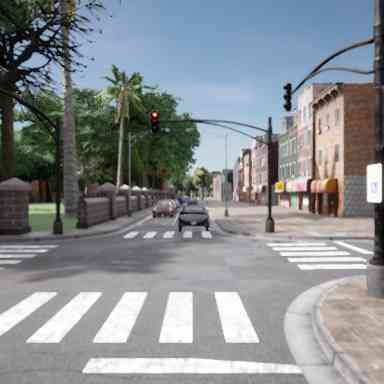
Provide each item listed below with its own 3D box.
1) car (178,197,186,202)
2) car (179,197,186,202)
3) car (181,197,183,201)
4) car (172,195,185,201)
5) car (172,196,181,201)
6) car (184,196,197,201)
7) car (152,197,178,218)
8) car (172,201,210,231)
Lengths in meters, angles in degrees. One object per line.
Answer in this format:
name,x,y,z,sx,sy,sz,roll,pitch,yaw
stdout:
car,-2.581,2.015,88.211,2.008,1.369,4.403,-1,0,0
car,-2.577,2.079,93.899,1.947,1.339,4.313,-1,0,0
car,-2.607,1.764,48.392,1.802,1.307,4.206,0,0,0
car,-2.935,1.515,64.963,2.150,2.045,5.566,0,0,0
car,-2.614,1.562,37.014,1.967,1.590,4.097,0,0,0
car,0.095,1.830,56.158,1.895,1.301,4.718,0,0,1
car,-2.619,1.536,31.326,1.967,1.590,4.097,0,0,0
car,0.113,1.547,21.142,2.128,1.511,4.902,0,0,0
